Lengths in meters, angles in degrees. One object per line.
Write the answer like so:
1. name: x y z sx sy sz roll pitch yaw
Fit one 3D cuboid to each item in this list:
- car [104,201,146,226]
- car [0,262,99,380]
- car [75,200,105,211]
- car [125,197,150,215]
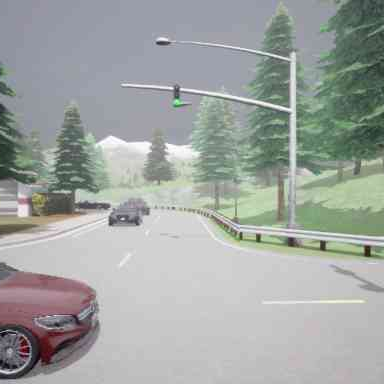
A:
1. car: -4.562 1.546 23.316 1.994 1.385 4.181 0 0 -3
2. car: -3.756 1.582 4.789 4.674 1.442 1.812 1 0 -3
3. car: -12.367 1.576 40.671 4.718 1.301 1.895 0 0 13
4. car: -5.619 1.328 33.085 2.097 1.767 4.553 0 0 -21
